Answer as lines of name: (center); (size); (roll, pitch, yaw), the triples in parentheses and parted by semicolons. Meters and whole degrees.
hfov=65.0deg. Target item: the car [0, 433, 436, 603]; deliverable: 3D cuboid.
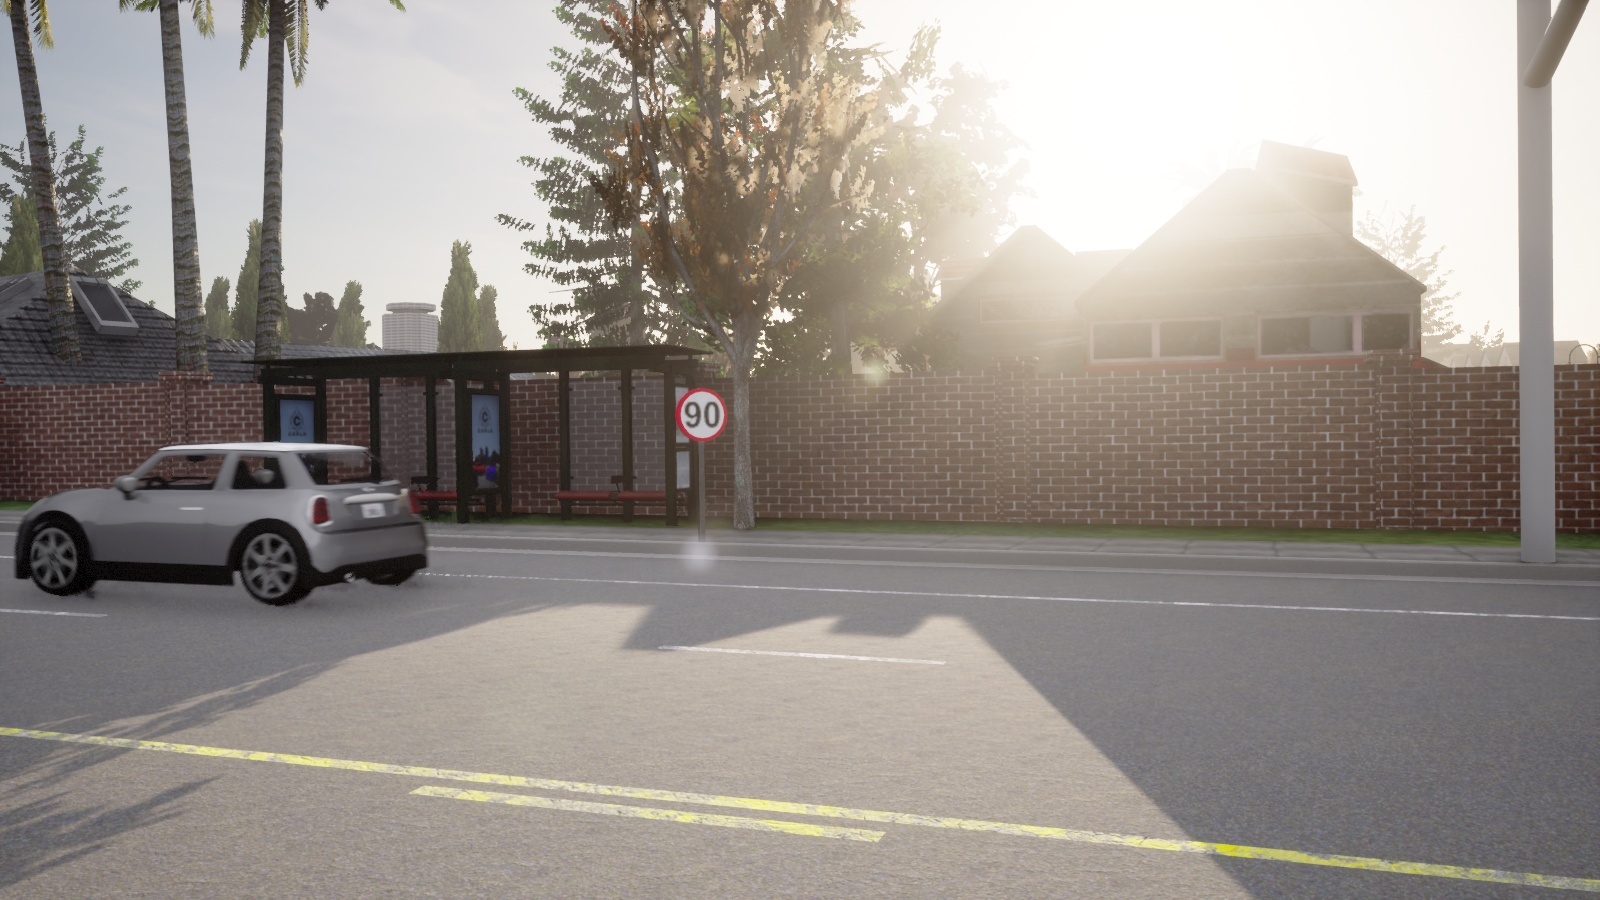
car: (-5.845, 0.578, 12.544); (3.806, 1.475, 1.970); (1, 1, 19)
